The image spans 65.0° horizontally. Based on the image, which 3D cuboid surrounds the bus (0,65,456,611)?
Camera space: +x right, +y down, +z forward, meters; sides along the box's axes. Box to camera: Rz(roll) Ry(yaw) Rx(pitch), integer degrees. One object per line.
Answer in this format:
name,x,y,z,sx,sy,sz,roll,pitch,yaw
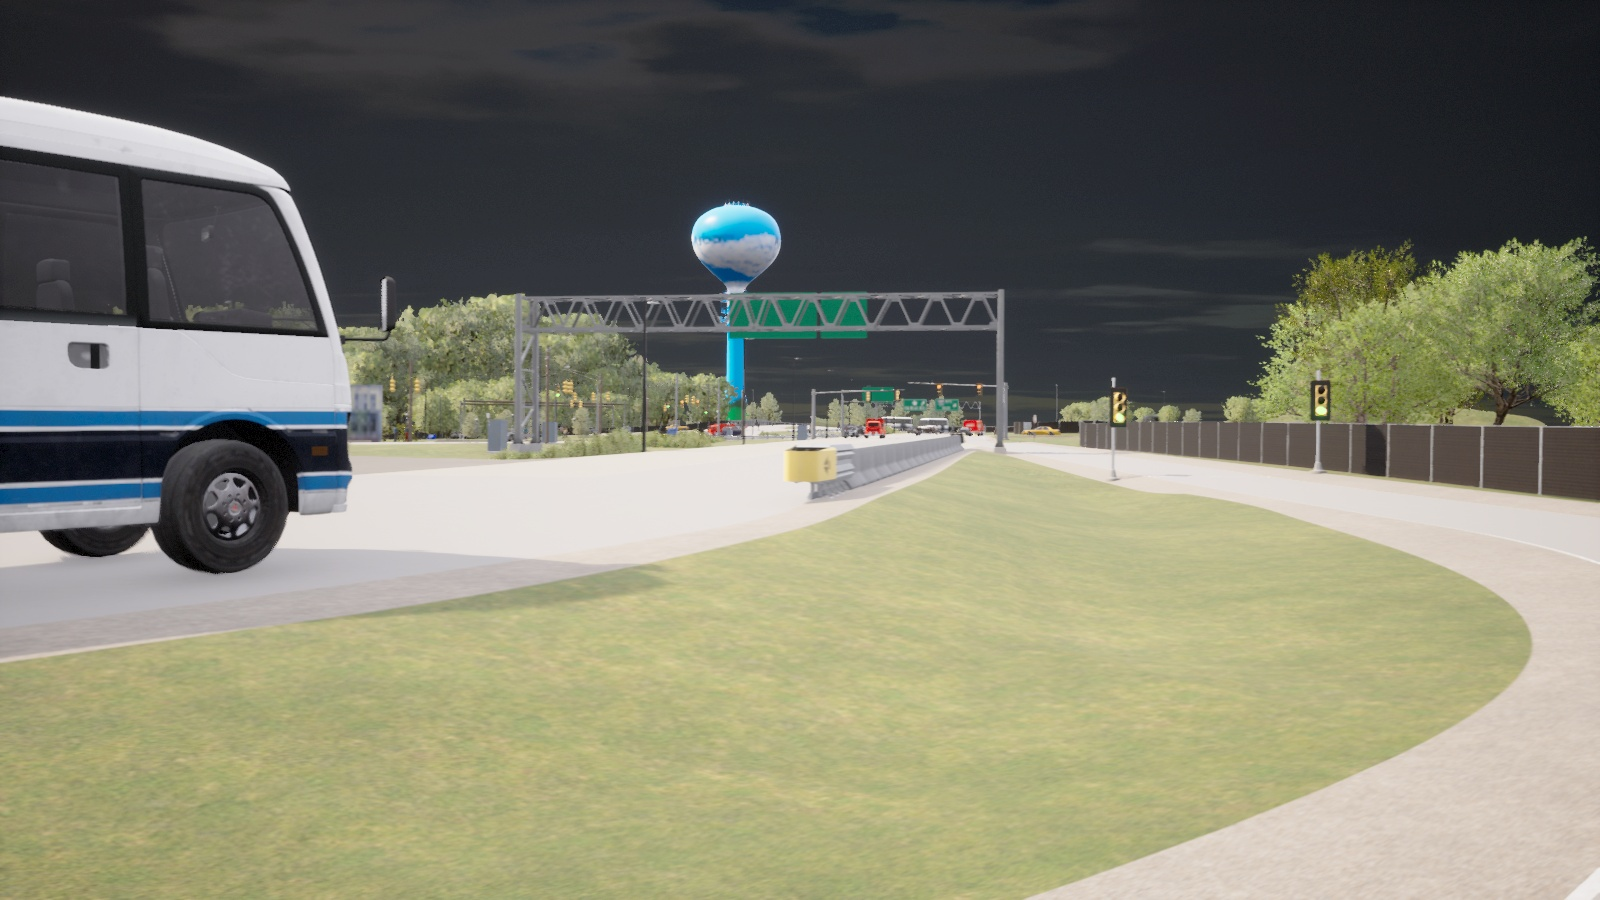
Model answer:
bus,-8.338,-0.864,10.297,3.944,4.253,10.273,1,2,38
